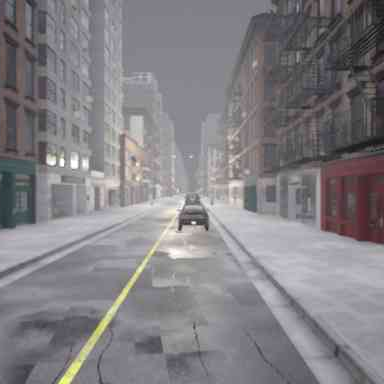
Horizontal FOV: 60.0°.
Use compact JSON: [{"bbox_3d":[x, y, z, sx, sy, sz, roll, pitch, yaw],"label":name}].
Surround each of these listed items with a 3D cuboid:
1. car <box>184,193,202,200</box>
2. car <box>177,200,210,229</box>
[{"bbox_3d":[0.093,1.205,45.023,2.150,2.045,5.566,0,0,0],"label":"car"},{"bbox_3d":[0.097,1.501,21.337,1.837,1.490,4.892,0,0,0],"label":"car"}]
